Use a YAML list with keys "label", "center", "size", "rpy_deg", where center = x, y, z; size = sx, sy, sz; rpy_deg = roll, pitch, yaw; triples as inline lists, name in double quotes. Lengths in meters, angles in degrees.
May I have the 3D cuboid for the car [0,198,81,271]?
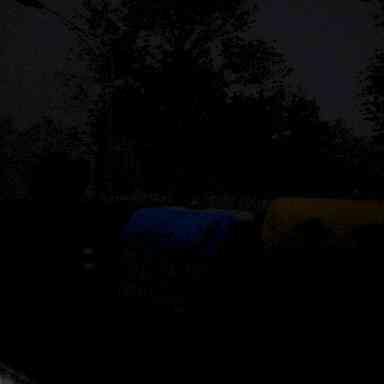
- label: "car"
  center: [-5.601, 1.231, 9.846]
  size: [2.435, 2.045, 5.566]
  rpy_deg: [0, -1, 14]
